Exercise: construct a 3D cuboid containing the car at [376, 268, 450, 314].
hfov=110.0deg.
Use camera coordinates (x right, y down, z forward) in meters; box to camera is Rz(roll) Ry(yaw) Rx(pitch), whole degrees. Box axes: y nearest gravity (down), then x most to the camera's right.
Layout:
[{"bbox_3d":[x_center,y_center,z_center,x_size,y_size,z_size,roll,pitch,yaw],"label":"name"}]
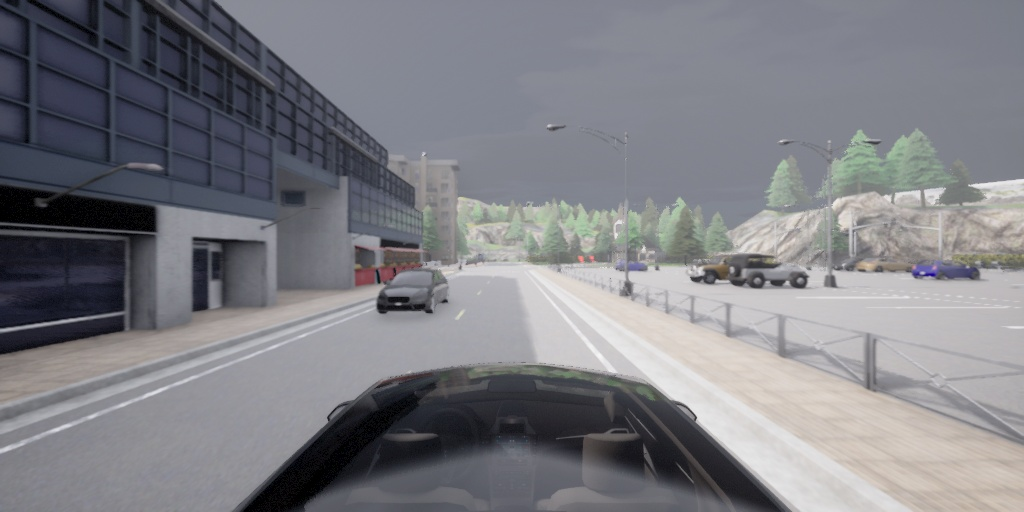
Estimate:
[{"bbox_3d":[-3.611,1.260,13.819,1.837,1.490,4.892,0,0,0],"label":"car"}]
